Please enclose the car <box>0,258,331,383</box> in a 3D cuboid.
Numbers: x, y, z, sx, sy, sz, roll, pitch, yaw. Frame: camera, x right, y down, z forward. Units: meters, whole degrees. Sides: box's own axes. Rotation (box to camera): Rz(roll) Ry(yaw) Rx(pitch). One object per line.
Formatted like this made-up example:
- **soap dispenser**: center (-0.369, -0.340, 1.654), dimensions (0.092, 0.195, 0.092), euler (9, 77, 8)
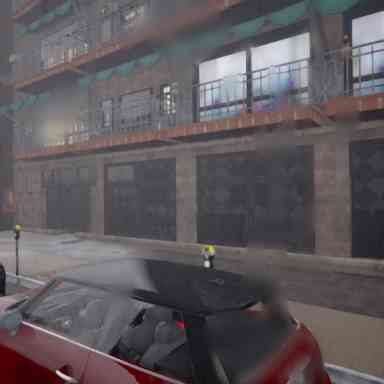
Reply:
- **car**: center (-0.830, 1.440, 3.482), dimensions (4.097, 1.590, 1.967), euler (0, -1, 36)
